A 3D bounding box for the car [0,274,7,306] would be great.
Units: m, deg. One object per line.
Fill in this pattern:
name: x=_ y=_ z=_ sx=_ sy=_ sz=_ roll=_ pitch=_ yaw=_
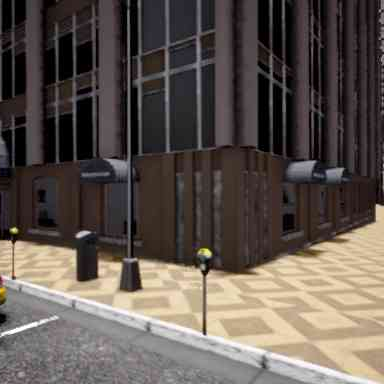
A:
car: x=-5.564 y=1.585 z=6.688 sx=4.829 sy=1.417 sz=1.752 roll=0 pitch=0 yaw=35
